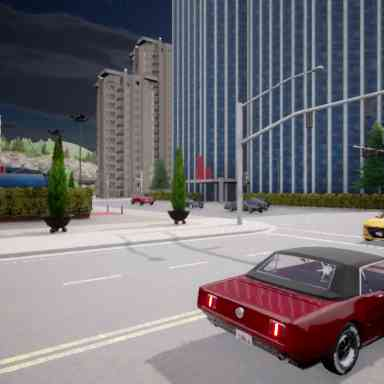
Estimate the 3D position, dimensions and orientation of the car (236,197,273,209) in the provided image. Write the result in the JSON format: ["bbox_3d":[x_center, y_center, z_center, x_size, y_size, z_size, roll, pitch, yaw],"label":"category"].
[{"bbox_3d":[8.423,1.491,45.311,2.128,1.511,4.902,0,0,-36],"label":"car"}]

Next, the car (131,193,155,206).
[{"bbox_3d":[-8.426,1.222,56.355,2.150,2.045,5.566,0,0,-36],"label":"car"}]

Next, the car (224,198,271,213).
[{"bbox_3d":[5.809,1.547,36.699,2.033,1.411,5.357,0,0,-36],"label":"car"}]

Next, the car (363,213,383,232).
[{"bbox_3d":[9.827,1.477,15.346,5.008,1.535,1.882,0,0,-36],"label":"car"}]

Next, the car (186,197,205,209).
[{"bbox_3d":[-0.295,1.505,45.106,1.837,1.490,4.892,0,0,-36],"label":"car"}]

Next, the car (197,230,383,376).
[{"bbox_3d":[2.493,1.601,5.586,4.718,1.301,1.895,0,0,-35],"label":"car"}]
